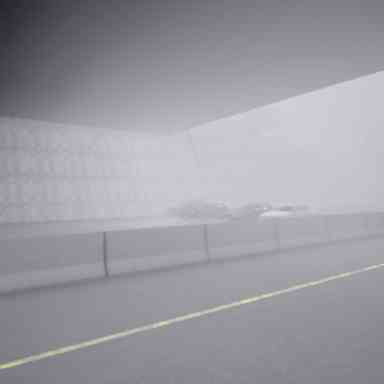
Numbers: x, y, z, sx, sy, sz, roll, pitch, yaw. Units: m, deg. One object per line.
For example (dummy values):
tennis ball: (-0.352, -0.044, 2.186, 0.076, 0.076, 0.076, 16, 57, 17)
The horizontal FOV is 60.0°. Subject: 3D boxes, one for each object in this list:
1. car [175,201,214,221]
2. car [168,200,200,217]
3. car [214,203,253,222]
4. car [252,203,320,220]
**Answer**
car: (1.349, 1.561, 26.436, 4.718, 1.301, 1.895, 0, 0, -35)
car: (0.045, 1.484, 29.803, 4.674, 1.442, 1.812, 0, 0, -35)
car: (4.520, 1.505, 24.398, 5.357, 1.411, 2.033, 0, 0, -35)
car: (6.339, 1.484, 21.395, 4.674, 1.442, 1.812, 0, 0, -35)
